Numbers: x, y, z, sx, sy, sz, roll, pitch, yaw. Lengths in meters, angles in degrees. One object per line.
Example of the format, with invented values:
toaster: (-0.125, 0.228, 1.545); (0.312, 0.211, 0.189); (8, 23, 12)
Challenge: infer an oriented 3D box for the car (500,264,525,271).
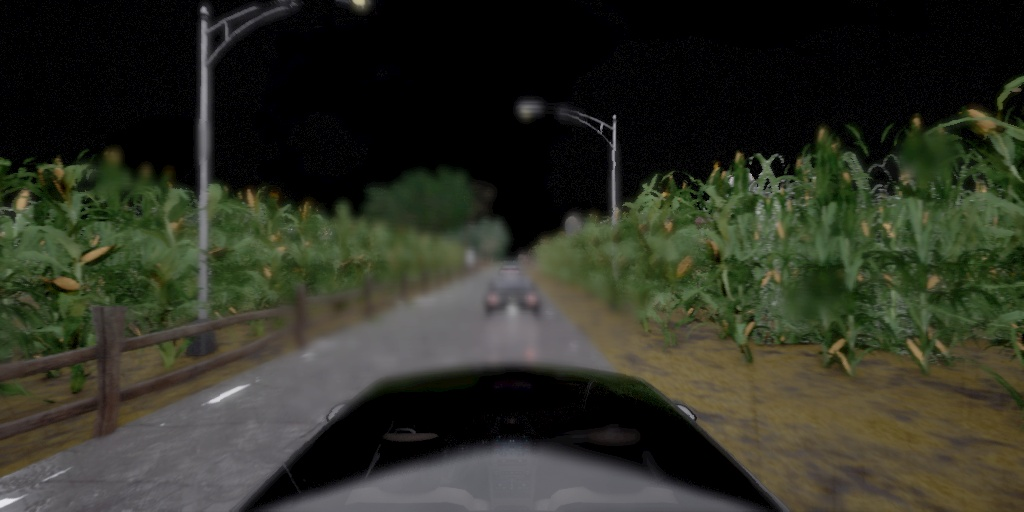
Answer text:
car: (0.051, 1.431, 29.359); (2.128, 1.511, 4.902); (0, 0, 0)

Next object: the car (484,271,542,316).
car: (0.041, 1.432, 13.729); (1.895, 1.301, 4.718); (0, 0, 1)
